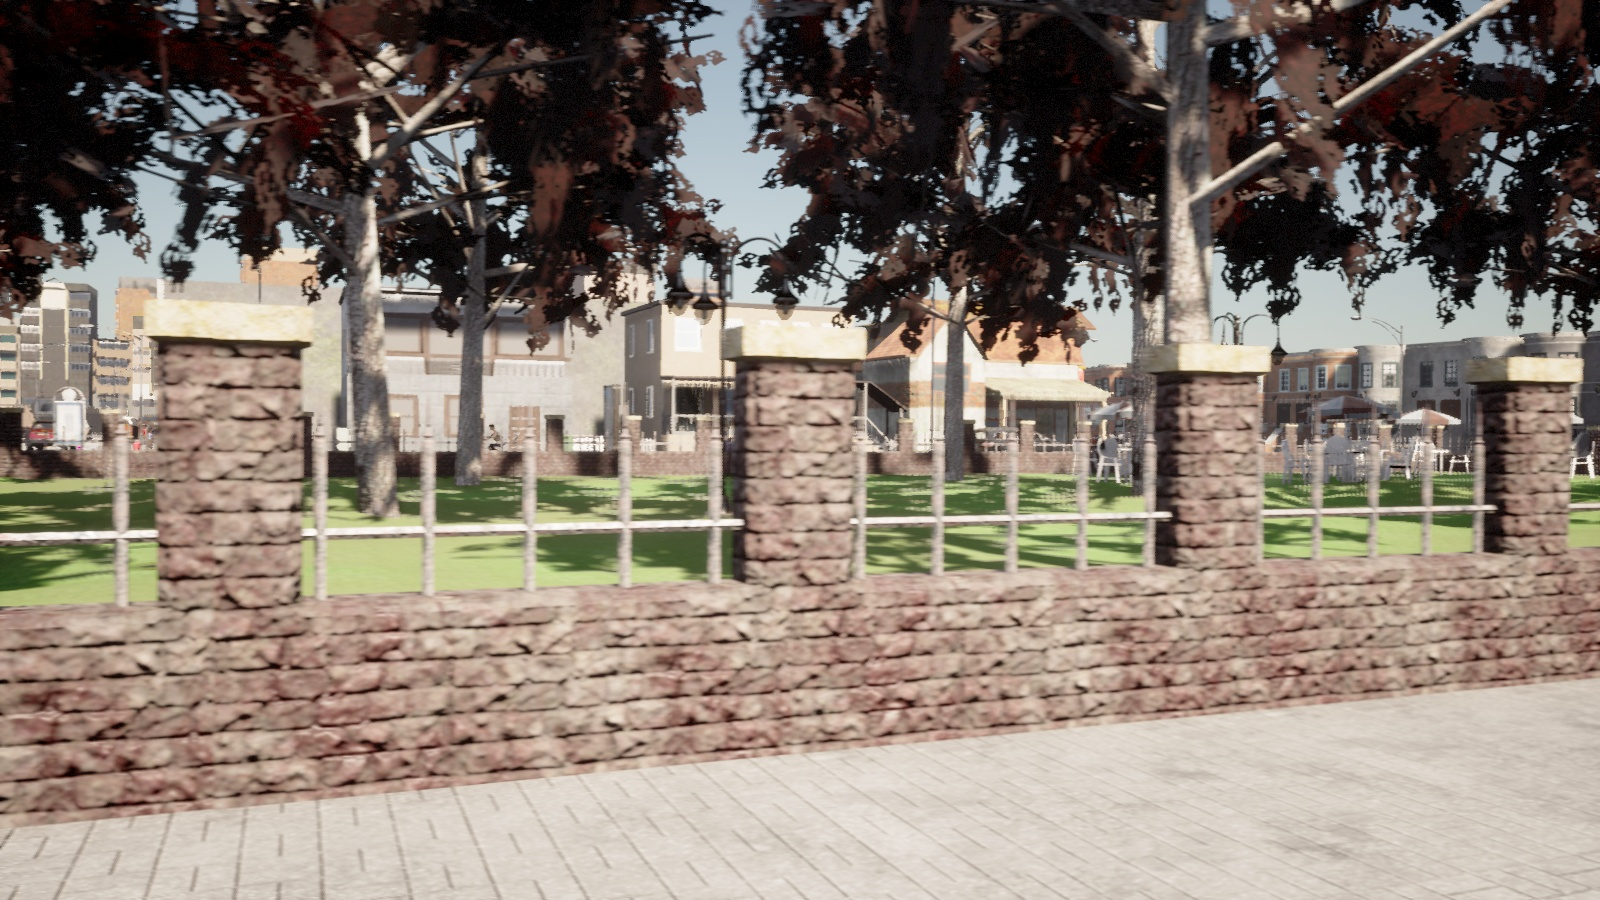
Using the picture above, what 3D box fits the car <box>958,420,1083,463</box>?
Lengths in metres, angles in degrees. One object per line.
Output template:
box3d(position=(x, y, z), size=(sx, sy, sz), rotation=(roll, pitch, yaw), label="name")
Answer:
box3d(position=(9.117, -0.358, 51.876), size=(4.611, 1.667, 2.242), rotation=(-1, 1, -24), label="car")

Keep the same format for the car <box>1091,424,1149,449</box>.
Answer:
box3d(position=(20.680, -0.871, 81.372), size=(1.789, 1.549, 3.705), rotation=(-1, 1, -22), label="car")

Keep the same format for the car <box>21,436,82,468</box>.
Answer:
box3d(position=(-40.111, 0.078, 67.374), size=(2.033, 1.649, 4.856), rotation=(-1, 1, -22), label="car")

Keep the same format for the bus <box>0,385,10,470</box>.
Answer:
box3d(position=(-40.905, -1.076, 59.013), size=(3.944, 4.253, 10.273), rotation=(-1, 1, -18), label="bus")
